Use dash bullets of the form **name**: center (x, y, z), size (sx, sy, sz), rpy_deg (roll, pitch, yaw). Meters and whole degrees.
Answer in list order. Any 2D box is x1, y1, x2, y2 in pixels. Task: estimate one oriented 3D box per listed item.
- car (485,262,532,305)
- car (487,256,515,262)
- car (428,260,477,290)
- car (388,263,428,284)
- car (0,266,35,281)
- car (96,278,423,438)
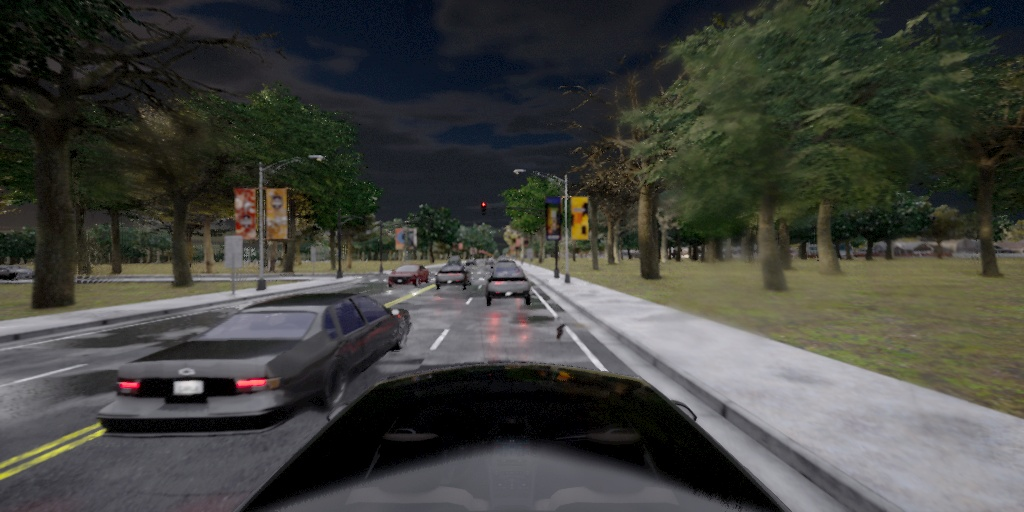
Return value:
- **car**: center (-0.179, 1.225, 15.951), size (2.128, 1.511, 4.902), rpy_deg (-1, 0, -1)
- **car**: center (-0.425, 1.077, 25.079), size (2.097, 1.767, 4.553), rpy_deg (-1, 0, -1)
- **car**: center (-3.583, 1.253, 22.718), size (2.128, 1.511, 4.902), rpy_deg (-1, 0, -1)
- **car**: center (-7.020, 1.274, 24.800), size (1.882, 1.535, 5.008), rpy_deg (-1, 0, -1)
- **car**: center (-48.174, 1.675, 34.584), size (4.902, 1.511, 2.128), rpy_deg (-1, 0, -1)
- **car**: center (-3.205, 1.326, 6.014), size (2.033, 1.411, 5.357), rpy_deg (-1, 0, -1)
